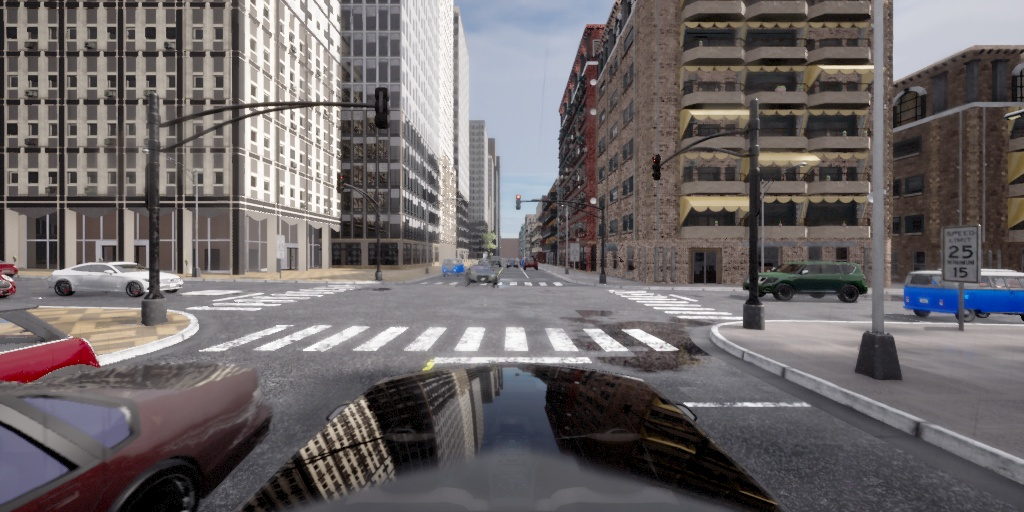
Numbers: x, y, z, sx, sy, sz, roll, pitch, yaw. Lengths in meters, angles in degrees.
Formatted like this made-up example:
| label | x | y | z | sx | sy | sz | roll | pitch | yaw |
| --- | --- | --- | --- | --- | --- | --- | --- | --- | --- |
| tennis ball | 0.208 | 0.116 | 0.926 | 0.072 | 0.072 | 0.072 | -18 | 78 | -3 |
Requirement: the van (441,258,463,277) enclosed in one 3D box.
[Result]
| label | x | y | z | sx | sy | sz | roll | pitch | yaw |
| --- | --- | --- | --- | --- | --- | --- | --- | --- | --- |
| van | -5.710 | 1.097 | 34.843 | 1.690 | 1.789 | 3.998 | 0 | 0 | 0 |

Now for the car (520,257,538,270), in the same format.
| label | x | y | z | sx | sy | sz | roll | pitch | yaw |
| --- | --- | --- | --- | --- | --- | --- | --- | --- | --- |
| car | 2.661 | 1.079 | 51.502 | 2.192 | 1.841 | 5.009 | 0 | 0 | 0 |

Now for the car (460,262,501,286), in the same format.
| label | x | y | z | sx | sy | sz | roll | pitch | yaw |
| --- | --- | --- | --- | --- | --- | --- | --- | --- | --- |
| car | -2.242 | 1.306 | 24.667 | 1.994 | 1.385 | 4.181 | 0 | 0 | -12 |

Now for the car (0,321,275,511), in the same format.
| label | x | y | z | sx | sy | sz | roll | pitch | yaw |
| --- | --- | --- | --- | --- | --- | --- | --- | --- | --- |
| car | -3.095 | 1.297 | 0.892 | 2.033 | 1.411 | 5.357 | 0 | 0 | 0 |

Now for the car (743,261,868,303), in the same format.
| label | x | y | z | sx | sy | sz | roll | pitch | yaw |
| --- | --- | --- | --- | --- | --- | --- | --- | --- | --- |
| car | 15.449 | 1.297 | 19.020 | 5.566 | 2.045 | 2.150 | 1 | 0 | 0 |

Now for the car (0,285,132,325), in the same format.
| label | x | y | z | sx | sy | sz | roll | pitch | yaw |
| --- | --- | --- | --- | --- | --- | --- | --- | --- | --- |
| car | -5.691 | 1.190 | 2.369 | 1.967 | 1.591 | 4.097 | 0 | 0 | 0 |

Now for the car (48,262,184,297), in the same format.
| label | x | y | z | sx | sy | sz | roll | pitch | yaw |
| --- | --- | --- | --- | --- | --- | --- | --- | --- | --- |
| car | -17.274 | 0.975 | 15.724 | 4.674 | 1.442 | 1.812 | 1 | 0 | -2 |

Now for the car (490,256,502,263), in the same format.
| label | x | y | z | sx | sy | sz | roll | pitch | yaw |
| --- | --- | --- | --- | --- | --- | --- | --- | --- | --- |
| car | -3.066 | 0.996 | 64.649 | 2.150 | 2.045 | 5.566 | 0 | 0 | 0 |

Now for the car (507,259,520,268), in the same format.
| label | x | y | z | sx | sy | sz | roll | pitch | yaw |
| --- | --- | --- | --- | --- | --- | --- | --- | --- | --- |
| car | 0.063 | 1.371 | 60.898 | 1.895 | 1.301 | 4.718 | 0 | 0 | 0 |

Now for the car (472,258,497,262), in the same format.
| label | x | y | z | sx | sy | sz | roll | pitch | yaw |
| --- | --- | --- | --- | --- | --- | --- | --- | --- | --- |
| car | -3.124 | 1.250 | 39.915 | 2.128 | 1.511 | 4.902 | 0 | 0 | 0 |

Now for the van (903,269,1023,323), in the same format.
| label | x | y | z | sx | sy | sz | roll | pitch | yaw |
| --- | --- | --- | --- | --- | --- | --- | --- | --- | --- |
| van | 16.905 | 1.453 | 13.099 | 3.998 | 1.789 | 1.690 | 0 | 0 | 0 |

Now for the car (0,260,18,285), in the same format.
| label | x | y | z | sx | sy | sz | roll | pitch | yaw |
| --- | --- | --- | --- | --- | --- | --- | --- | --- | --- |
| car | -21.154 | 0.818 | 13.128 | 4.097 | 1.591 | 1.967 | 0 | 0 | 0 |
